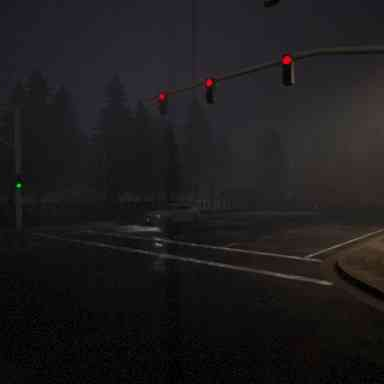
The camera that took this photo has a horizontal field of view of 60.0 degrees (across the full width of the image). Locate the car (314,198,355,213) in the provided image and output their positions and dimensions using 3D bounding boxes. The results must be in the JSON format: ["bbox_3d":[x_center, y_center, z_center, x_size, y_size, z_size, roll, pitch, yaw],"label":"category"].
[{"bbox_3d":[15.579,1.447,36.420,4.902,1.511,2.128,0,0,-23],"label":"car"}]

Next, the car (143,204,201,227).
[{"bbox_3d":[-1.305,1.572,23.733,1.812,1.442,4.674,-1,0,45],"label":"car"}]
